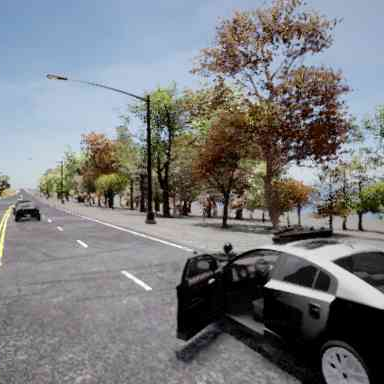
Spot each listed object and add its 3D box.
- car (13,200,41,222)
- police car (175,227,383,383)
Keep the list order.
[{"bbox_3d":[-14.416,1.708,29.152,1.837,1.490,4.892,-1,0,-28],"label":"car"},{"bbox_3d":[1.600,1.392,5.176,1.930,1.638,5.238,-1,0,-29],"label":"police car"}]
